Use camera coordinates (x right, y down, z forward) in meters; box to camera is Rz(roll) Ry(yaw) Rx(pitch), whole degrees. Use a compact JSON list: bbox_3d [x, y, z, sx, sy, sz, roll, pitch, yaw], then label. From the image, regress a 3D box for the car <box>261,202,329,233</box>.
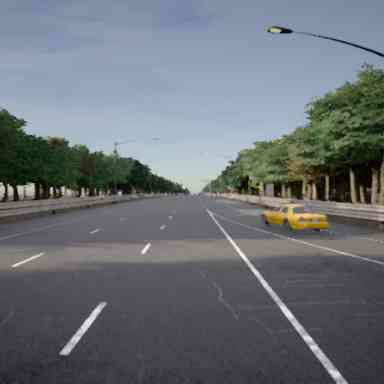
[{"bbox_3d":[5.651,1.358,19.104,1.801,1.575,5.366,0,0,-11],"label":"car"}]
